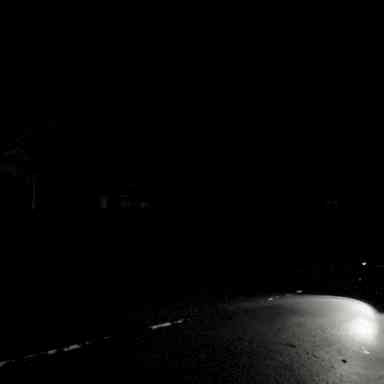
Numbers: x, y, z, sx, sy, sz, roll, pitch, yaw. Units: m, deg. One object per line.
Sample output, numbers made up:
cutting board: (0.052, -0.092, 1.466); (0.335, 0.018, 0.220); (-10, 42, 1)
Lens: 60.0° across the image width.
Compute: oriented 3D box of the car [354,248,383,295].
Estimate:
car: (5.612, 1.567, 7.546); (4.181, 1.385, 1.994); (0, 0, -33)
